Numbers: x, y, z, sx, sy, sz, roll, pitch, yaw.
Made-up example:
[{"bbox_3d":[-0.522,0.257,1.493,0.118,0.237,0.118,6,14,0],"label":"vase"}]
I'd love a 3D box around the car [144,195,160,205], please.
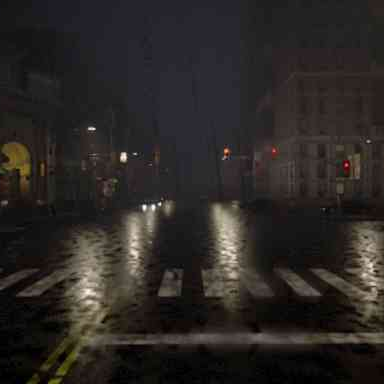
[{"bbox_3d":[-7.012,1.506,56.729,1.895,1.301,4.718,0,0,1],"label":"car"}]

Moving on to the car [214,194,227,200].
[{"bbox_3d":[7.104,1.357,85.991,1.837,1.490,4.892,0,0,25],"label":"car"}]

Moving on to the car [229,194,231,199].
[{"bbox_3d":[8.270,1.308,95.044,1.882,1.535,5.008,0,0,38],"label":"car"}]

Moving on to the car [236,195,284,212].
[{"bbox_3d":[7.951,1.442,37.976,4.892,1.490,1.837,0,2,36],"label":"car"}]

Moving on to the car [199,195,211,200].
[{"bbox_3d":[3.320,1.381,86.055,1.812,1.442,4.674,0,0,22],"label":"car"}]

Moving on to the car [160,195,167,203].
[{"bbox_3d":[-6.965,1.392,67.675,2.128,1.511,4.902,0,0,0],"label":"car"}]

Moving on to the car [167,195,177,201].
[{"bbox_3d":[-5.110,1.387,82.947,2.128,1.511,4.902,0,0,13],"label":"car"}]

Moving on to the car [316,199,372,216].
[{"bbox_3d":[14.157,1.455,31.076,4.892,1.490,1.837,0,0,-2],"label":"car"}]
